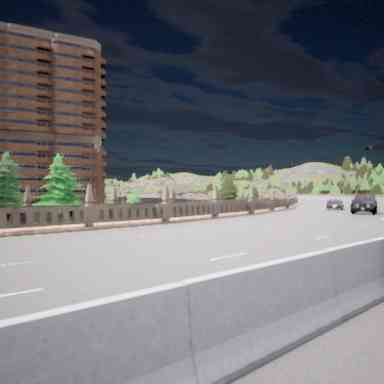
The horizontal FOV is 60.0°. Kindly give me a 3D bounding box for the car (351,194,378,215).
[{"bbox_3d":[17.609,1.229,33.840,2.150,2.045,5.566,0,0,32],"label":"car"}]

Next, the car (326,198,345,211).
[{"bbox_3d":[17.998,1.518,41.636,2.128,1.511,4.902,0,0,27],"label":"car"}]
